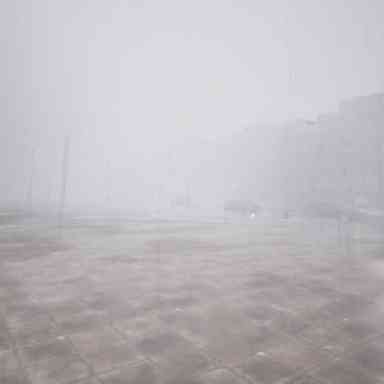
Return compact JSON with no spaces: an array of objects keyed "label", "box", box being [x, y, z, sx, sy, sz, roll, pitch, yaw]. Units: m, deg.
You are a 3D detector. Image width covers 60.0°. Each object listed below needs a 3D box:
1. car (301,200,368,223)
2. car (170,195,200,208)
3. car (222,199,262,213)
[{"label":"car","box":[10.690,1.426,25.273,1.837,1.490,4.892,-2,2,-35]},{"label":"car","box":[-0.958,1.189,41.781,2.128,1.511,4.902,-2,2,-35]},{"label":"car","box":[4.952,1.376,33.396,1.994,1.385,4.181,-2,2,-36]}]
